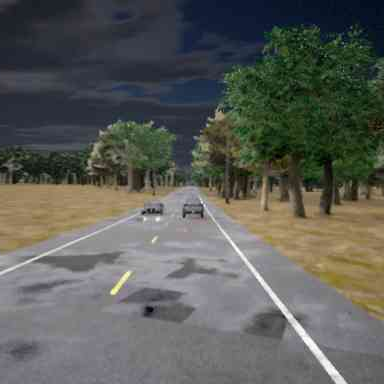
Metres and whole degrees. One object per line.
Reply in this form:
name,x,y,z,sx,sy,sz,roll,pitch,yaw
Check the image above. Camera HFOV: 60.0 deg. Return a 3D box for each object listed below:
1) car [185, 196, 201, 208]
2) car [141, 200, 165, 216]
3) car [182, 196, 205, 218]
car,0.093,1.259,43.943,2.033,1.411,5.357,0,1,0
car,-3.595,1.464,31.258,1.994,1.385,4.181,0,0,0
car,0.097,1.407,29.441,2.128,1.511,4.902,0,0,0
